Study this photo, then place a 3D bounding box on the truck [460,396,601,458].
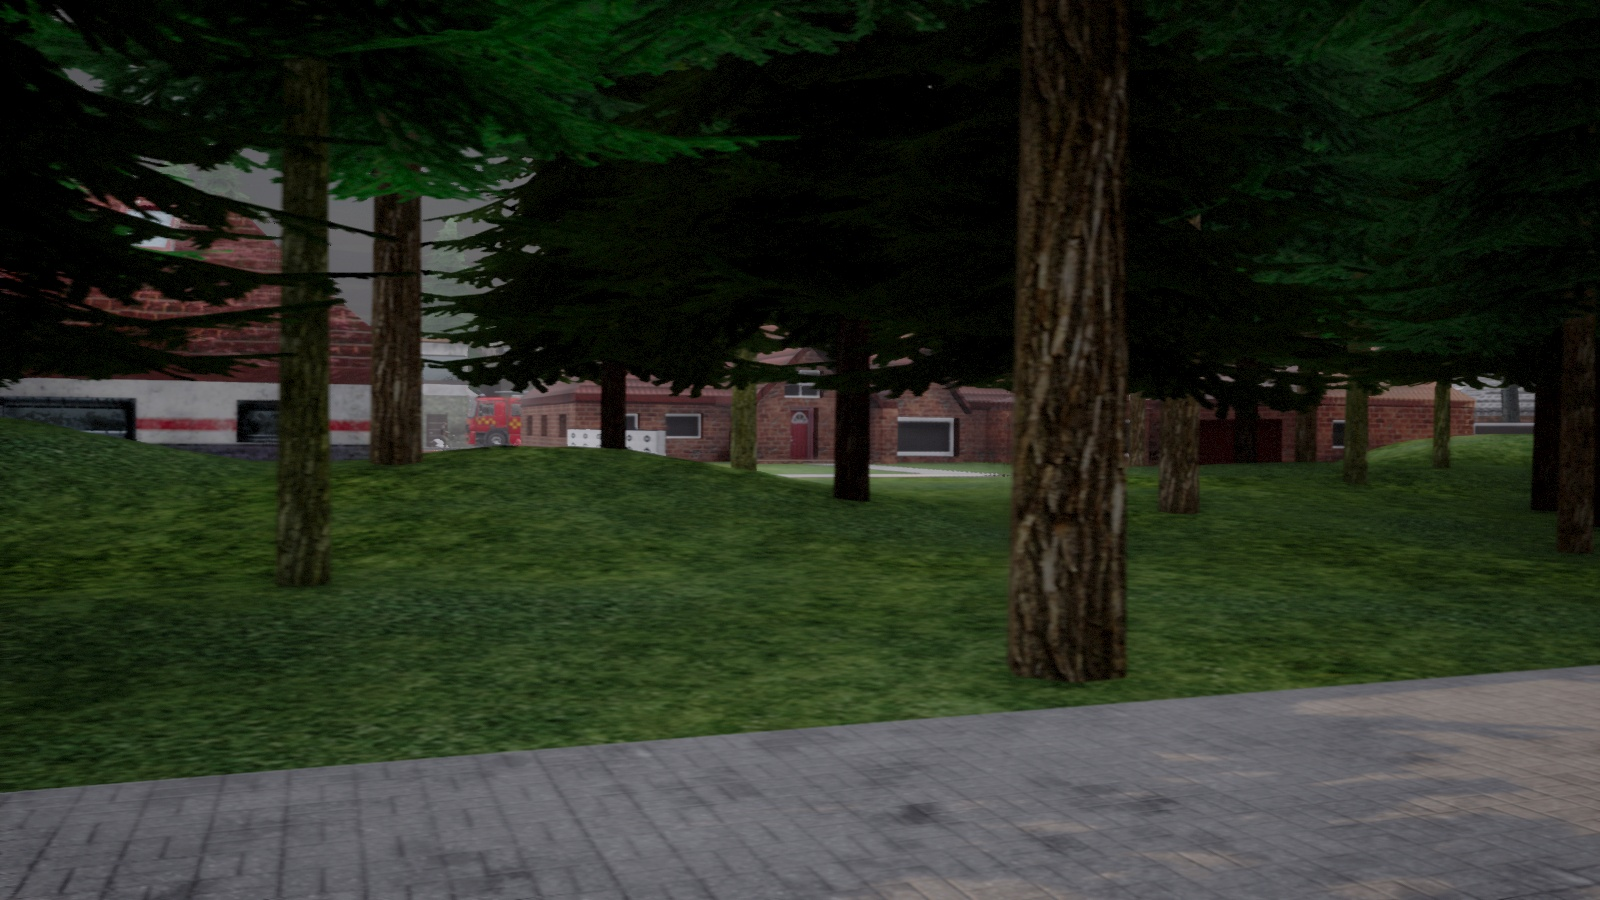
[{"bbox_3d":[-17.321,-1.494,80.798,8.468,3.827,2.891,-1,1,-21],"label":"truck"}]
